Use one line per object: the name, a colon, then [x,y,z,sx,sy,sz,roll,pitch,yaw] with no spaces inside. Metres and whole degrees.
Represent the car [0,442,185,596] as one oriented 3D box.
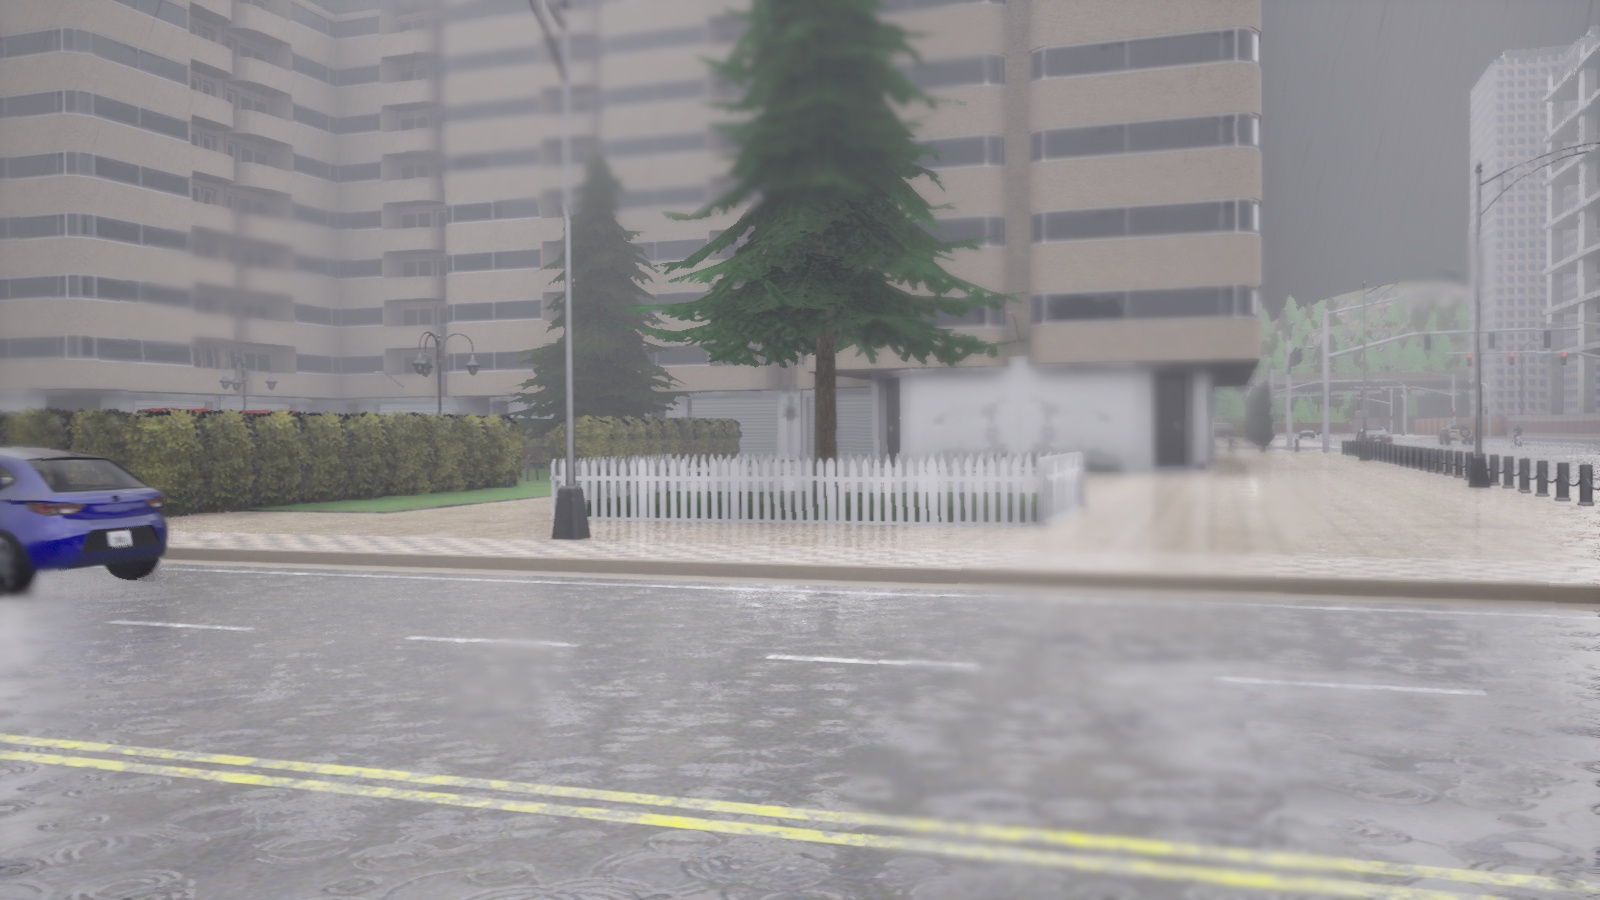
car: [-9.066,0.653,13.655,4.193,1.474,1.816,0,1,19]
